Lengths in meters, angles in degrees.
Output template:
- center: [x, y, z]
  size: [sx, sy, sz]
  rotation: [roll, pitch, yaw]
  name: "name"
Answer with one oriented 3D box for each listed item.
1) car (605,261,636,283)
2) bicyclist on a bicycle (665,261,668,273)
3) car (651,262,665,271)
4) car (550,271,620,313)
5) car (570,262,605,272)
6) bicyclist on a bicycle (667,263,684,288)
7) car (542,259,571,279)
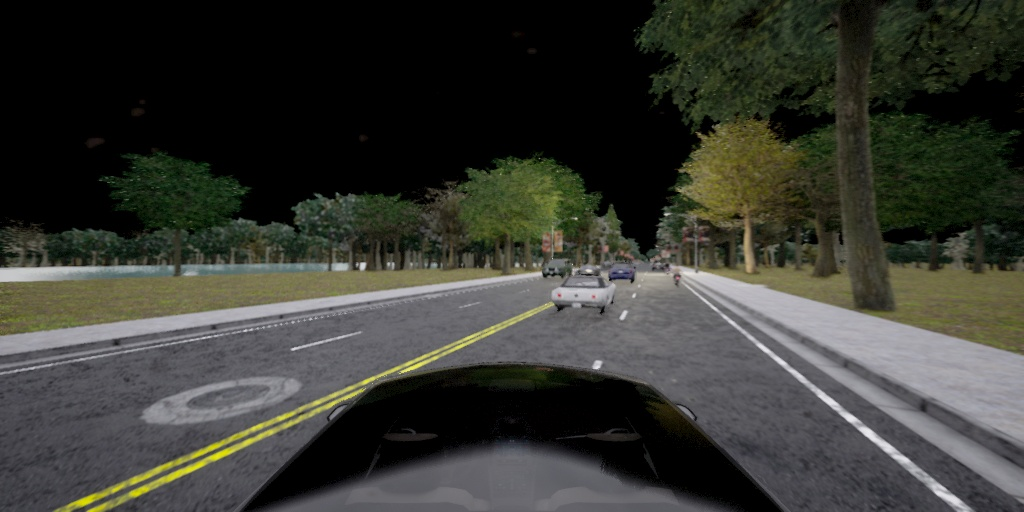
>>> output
- center: [9.832, 1.362, 31.796]
  size: [2.097, 1.767, 4.553]
  rotation: [0, -1, 22]
  name: "car"
- center: [18.138, 1.451, 41.840]
  size: [0.659, 1.776, 1.843]
  rotation: [0, 0, 22]
  name: "bicyclist on a bicycle"
- center: [24.606, 1.787, 60.396]
  size: [1.812, 1.442, 4.674]
  rotation: [0, -1, 22]
  name: "car"
- center: [3.113, 1.470, 14.748]
  size: [1.895, 1.301, 4.718]
  rotation: [0, -1, 22]
  name: "car"
- center: [7.552, 1.603, 35.410]
  size: [2.033, 1.411, 5.357]
  rotation: [0, -1, 22]
  name: "car"
- center: [11.579, 1.374, 25.146]
  size: [0.866, 1.612, 1.509]
  rotation: [0, -1, 21]
  name: "bicyclist on a bicycle"
- center: [4.808, 1.308, 37.314]
  size: [2.150, 2.045, 5.566]
  rotation: [0, -1, 22]
  name: "car"
